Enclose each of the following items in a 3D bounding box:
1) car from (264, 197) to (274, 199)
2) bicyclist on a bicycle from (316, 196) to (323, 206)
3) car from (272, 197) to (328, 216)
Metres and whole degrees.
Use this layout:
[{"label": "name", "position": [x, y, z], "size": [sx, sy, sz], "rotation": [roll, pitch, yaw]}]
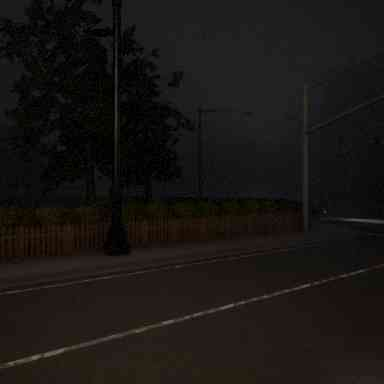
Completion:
[{"label": "car", "position": [9.164, 1.352, 39.299], "size": [2.097, 1.767, 4.553], "rotation": [0, 0, -35]}, {"label": "bicyclist on a bicycle", "position": [16.101, 1.303, 42.071], "size": [1.656, 1.620, 0.582], "rotation": [0, 0, -35]}, {"label": "car", "position": [10.266, 1.491, 31.192], "size": [2.128, 1.511, 4.902], "rotation": [0, 0, -35]}]
